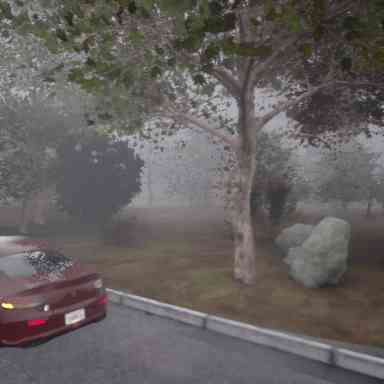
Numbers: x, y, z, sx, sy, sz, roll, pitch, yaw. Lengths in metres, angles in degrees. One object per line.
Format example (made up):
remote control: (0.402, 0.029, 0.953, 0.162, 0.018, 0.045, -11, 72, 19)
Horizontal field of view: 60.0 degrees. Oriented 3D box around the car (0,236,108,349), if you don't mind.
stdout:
car: (-3.453, 1.512, 5.843, 4.674, 1.442, 1.812, 0, 0, 36)
